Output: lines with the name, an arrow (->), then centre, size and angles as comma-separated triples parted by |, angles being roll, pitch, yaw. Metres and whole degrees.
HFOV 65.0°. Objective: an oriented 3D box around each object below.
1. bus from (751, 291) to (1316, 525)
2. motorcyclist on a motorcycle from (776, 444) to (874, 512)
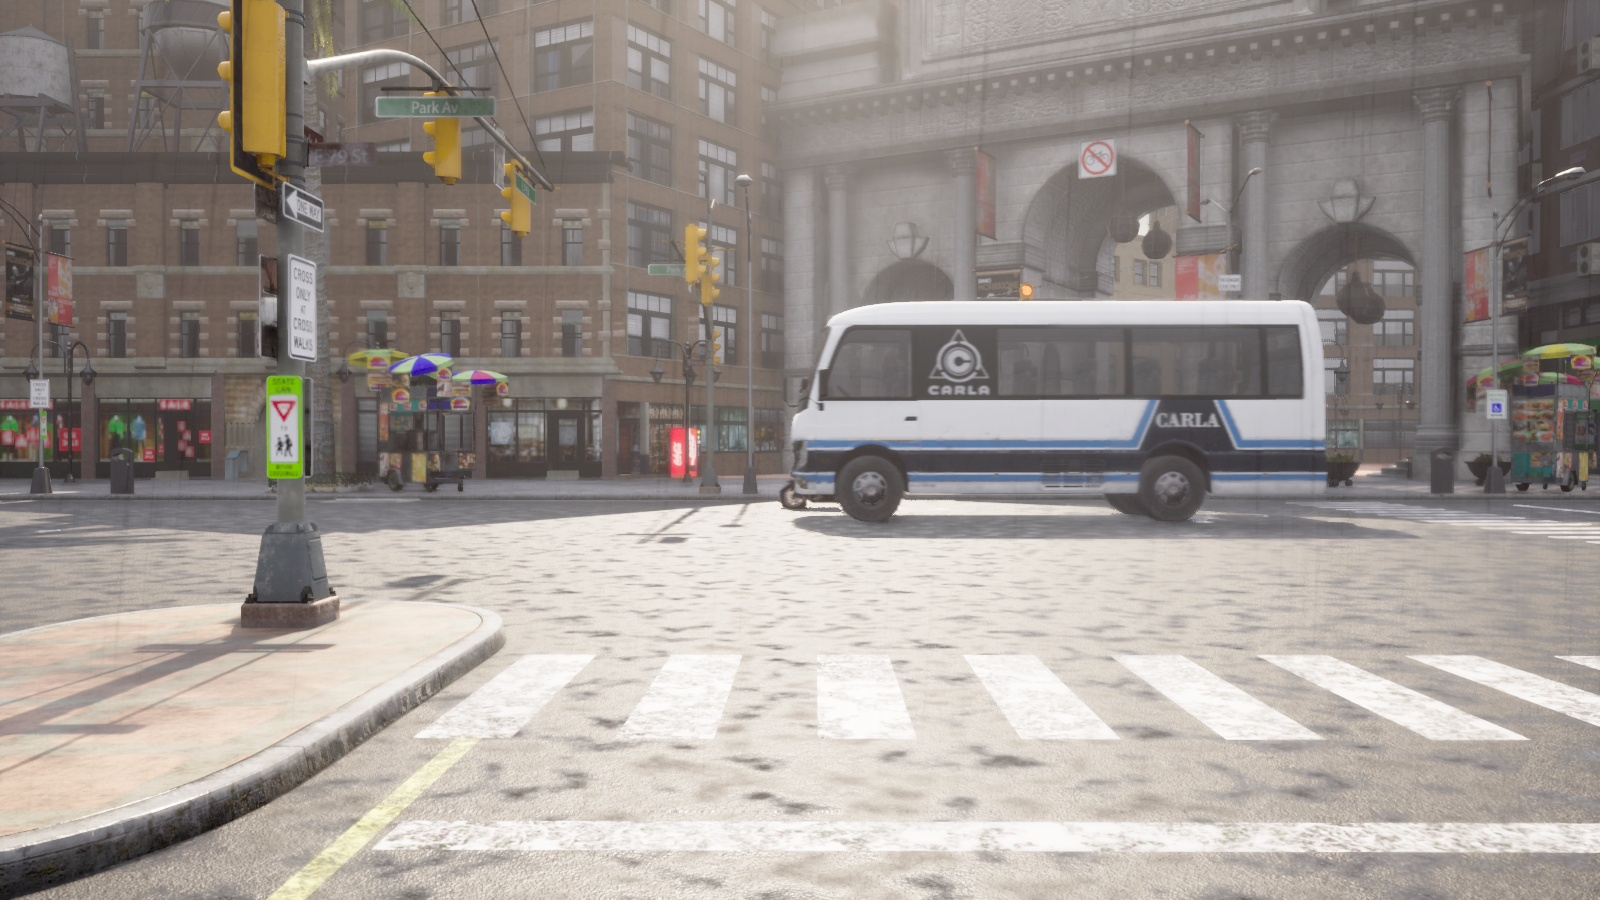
bus -> 4.254, -0.767, 24.818 | 10.273, 4.253, 3.944 | 0, 0, 0
motorcyclist on a motorcycle -> 0.562, 0.622, 28.407 | 2.191, 1.530, 0.866 | 0, 0, 1
